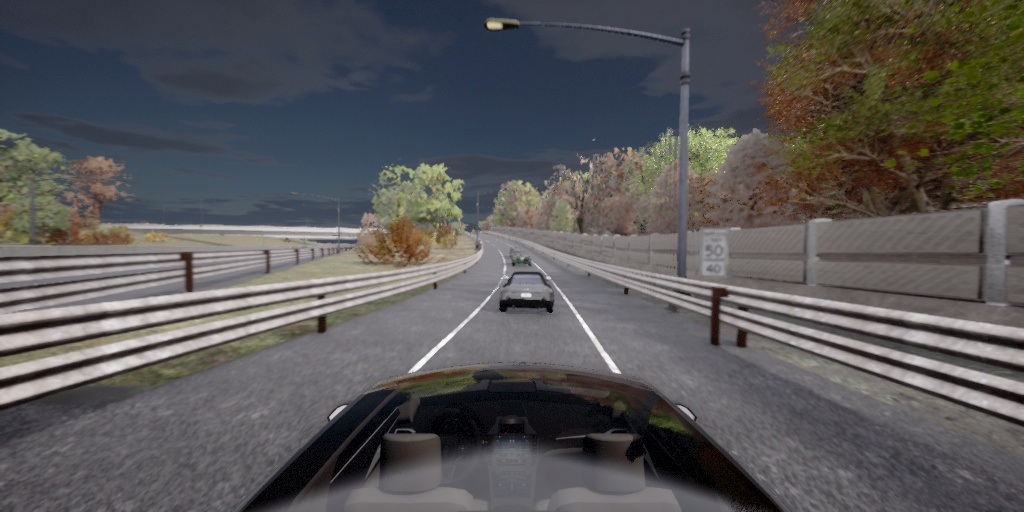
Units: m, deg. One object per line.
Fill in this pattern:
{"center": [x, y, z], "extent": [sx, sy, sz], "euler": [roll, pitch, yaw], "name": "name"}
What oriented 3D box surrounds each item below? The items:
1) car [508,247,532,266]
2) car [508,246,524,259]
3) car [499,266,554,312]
{"center": [0.987, 0.145, 39.792], "extent": [2.097, 1.767, 4.553], "euler": [1, 3, -2], "name": "car"}
{"center": [0.505, -0.513, 51.204], "extent": [1.837, 1.490, 4.892], "euler": [1, 5, -4], "name": "car"}
{"center": [0.586, 1.281, 14.226], "extent": [1.994, 1.385, 4.181], "euler": [1, 1, 3], "name": "car"}
